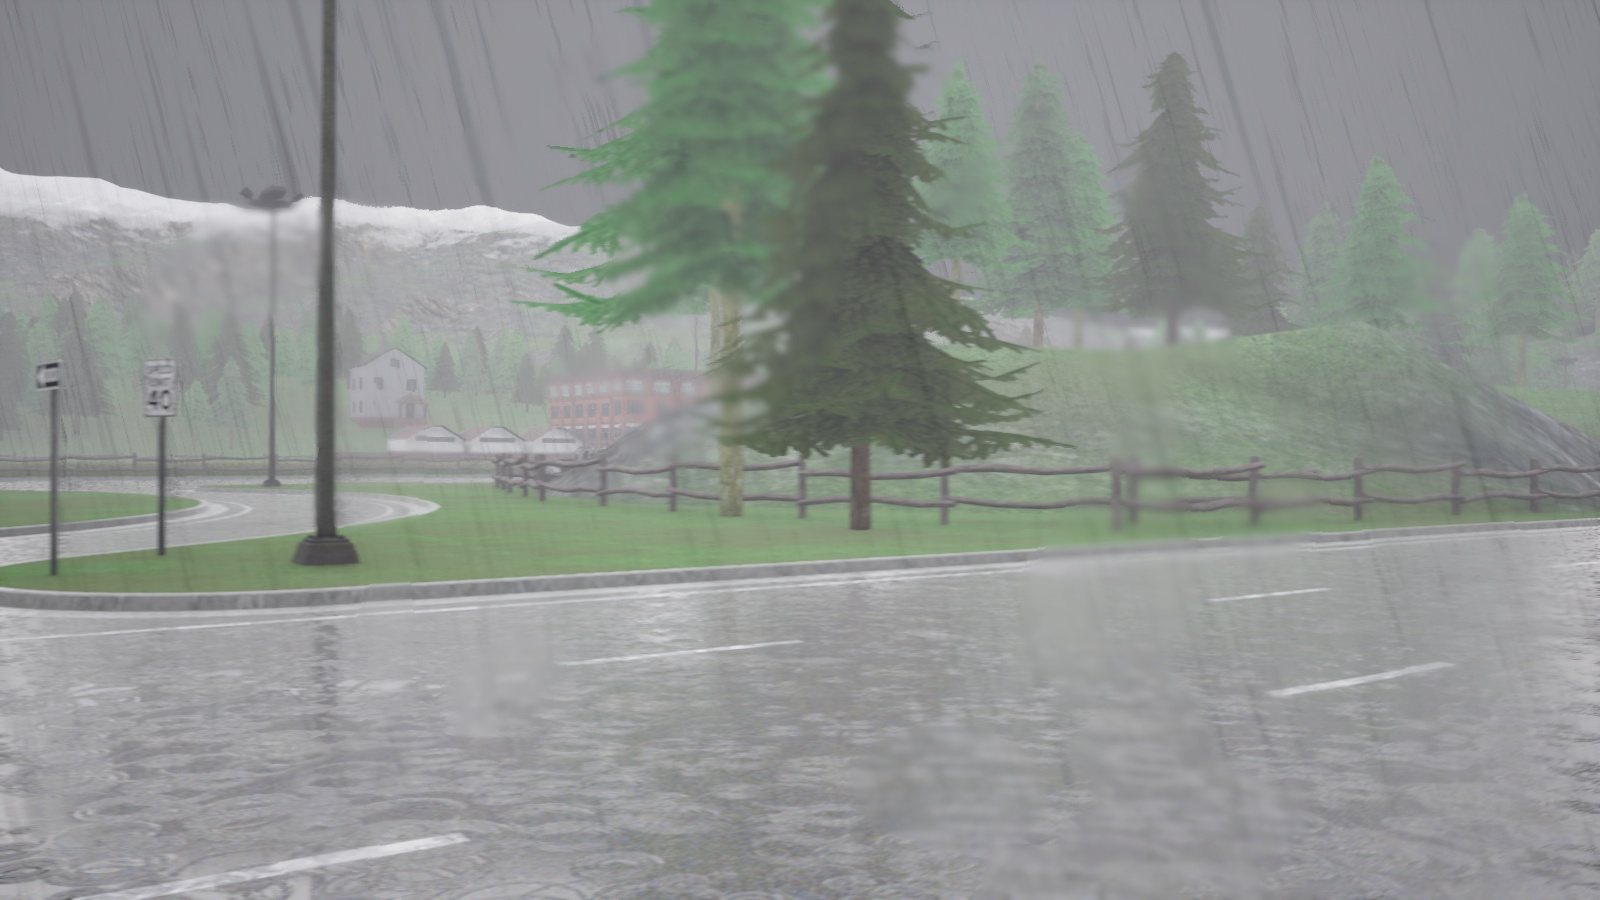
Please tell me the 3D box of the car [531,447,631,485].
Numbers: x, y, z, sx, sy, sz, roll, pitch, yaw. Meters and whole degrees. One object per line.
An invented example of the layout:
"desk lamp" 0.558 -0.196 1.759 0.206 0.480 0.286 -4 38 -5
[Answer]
"car" -11.078 0.813 63.661 4.605 1.855 1.932 0 0 -35
